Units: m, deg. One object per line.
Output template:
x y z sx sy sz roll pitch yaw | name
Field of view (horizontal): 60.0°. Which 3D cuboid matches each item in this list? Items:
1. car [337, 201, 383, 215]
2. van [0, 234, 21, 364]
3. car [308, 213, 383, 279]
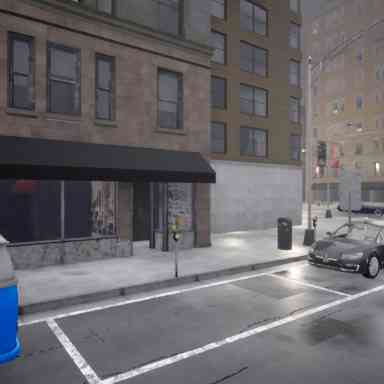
16.219 1.529 31.040 1.895 1.301 4.718 0 0 -36 | car
-3.937 1.341 3.379 3.998 1.788 1.690 0 0 -36 | van
5.274 1.550 9.965 4.403 1.369 2.008 0 0 -36 | car
